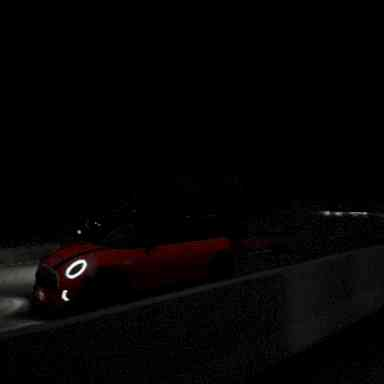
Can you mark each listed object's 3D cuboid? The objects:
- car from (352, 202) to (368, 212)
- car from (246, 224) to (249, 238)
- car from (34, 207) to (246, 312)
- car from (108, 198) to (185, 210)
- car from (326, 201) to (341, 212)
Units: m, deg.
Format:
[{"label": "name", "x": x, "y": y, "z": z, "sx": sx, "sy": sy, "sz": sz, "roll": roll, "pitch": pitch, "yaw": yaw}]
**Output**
[{"label": "car", "x": 24.573, "y": 2.183, "z": 48.800, "sx": 2.033, "sy": 1.411, "sz": 5.357, "roll": 0, "pitch": -1, "yaw": 22}, {"label": "car", "x": 0.271, "y": 1.596, "z": 13.519, "sx": 4.902, "sy": 1.511, "sz": 2.128, "roll": 1, "pitch": -1, "yaw": -42}, {"label": "car", "x": -1.134, "y": 1.403, "z": 7.795, "sx": 4.553, "sy": 1.767, "sz": 2.097, "roll": 1, "pitch": -1, "yaw": -39}, {"label": "car", "x": -2.588, "y": 1.327, "z": 15.601, "sx": 5.566, "sy": 2.045, "sz": 2.150, "roll": 1, "pitch": 0, "yaw": -41}, {"label": "car", "x": 20.993, "y": 2.107, "z": 49.400, "sx": 1.882, "sy": 1.535, "sz": 5.008, "roll": 0, "pitch": -1, "yaw": 21}]
